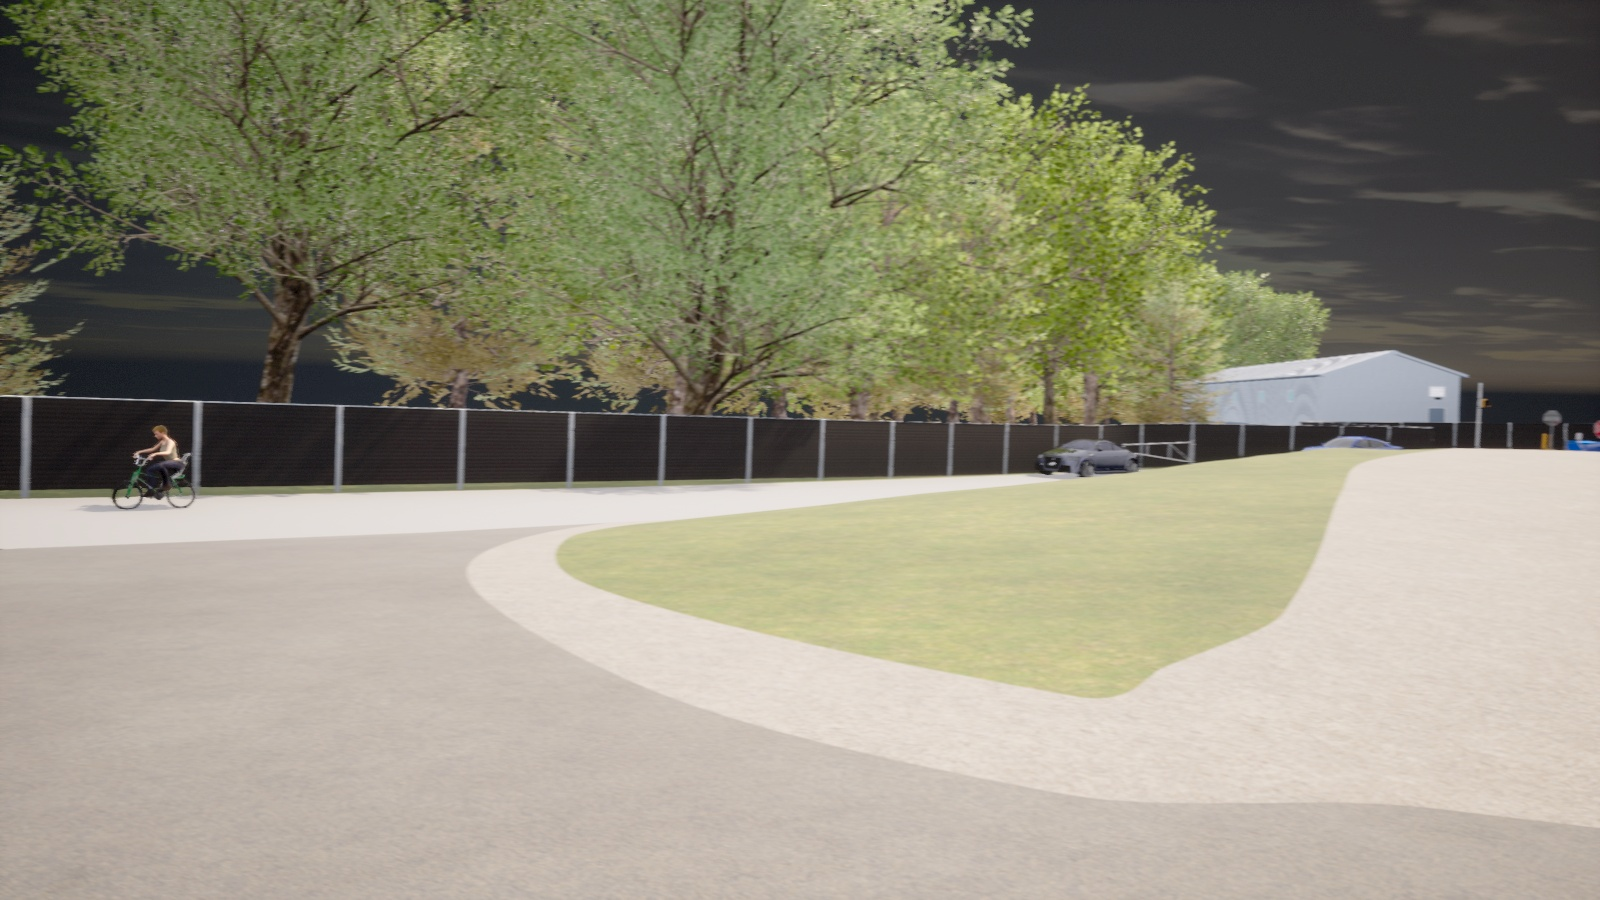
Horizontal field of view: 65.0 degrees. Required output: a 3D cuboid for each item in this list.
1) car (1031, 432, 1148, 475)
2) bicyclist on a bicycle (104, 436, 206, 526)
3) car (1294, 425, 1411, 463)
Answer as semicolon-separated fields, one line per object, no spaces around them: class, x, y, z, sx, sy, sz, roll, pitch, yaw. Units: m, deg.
car;10.665;0.095;46.185;4.181;1.385;1.994;-2;4;-39
bicyclist on a bicycle;-12.229;0.552;23.837;0.866;1.612;1.509;4;3;43
car;24.344;-0.312;55.303;5.008;1.535;1.882;-1;4;-25
